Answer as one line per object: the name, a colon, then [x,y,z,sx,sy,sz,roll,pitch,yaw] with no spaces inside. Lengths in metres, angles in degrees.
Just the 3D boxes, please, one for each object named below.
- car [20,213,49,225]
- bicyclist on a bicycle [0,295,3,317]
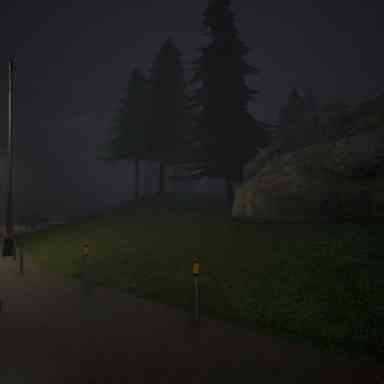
car: [-20.760,3.546,44.133,2.128,1.511,4.902,1,-4,3]
bicyclist on a bicycle: [-3.397,1.412,4.768,0.582,1.620,1.656,-5,-1,13]
